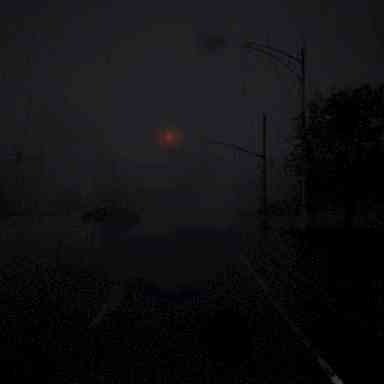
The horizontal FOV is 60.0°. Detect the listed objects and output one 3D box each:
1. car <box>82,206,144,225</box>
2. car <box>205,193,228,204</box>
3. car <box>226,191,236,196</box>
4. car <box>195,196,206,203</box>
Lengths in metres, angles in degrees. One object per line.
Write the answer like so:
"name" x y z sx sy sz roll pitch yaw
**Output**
"car" -6.381 1.911 26.943 4.892 1.490 1.837 0 -1 3
"car" 5.314 1.628 70.837 2.033 1.411 5.357 0 2 25
"car" 9.884 0.458 86.240 1.837 1.490 4.892 0 3 33
"car" 2.318 1.615 72.686 2.128 1.511 4.902 0 2 25
